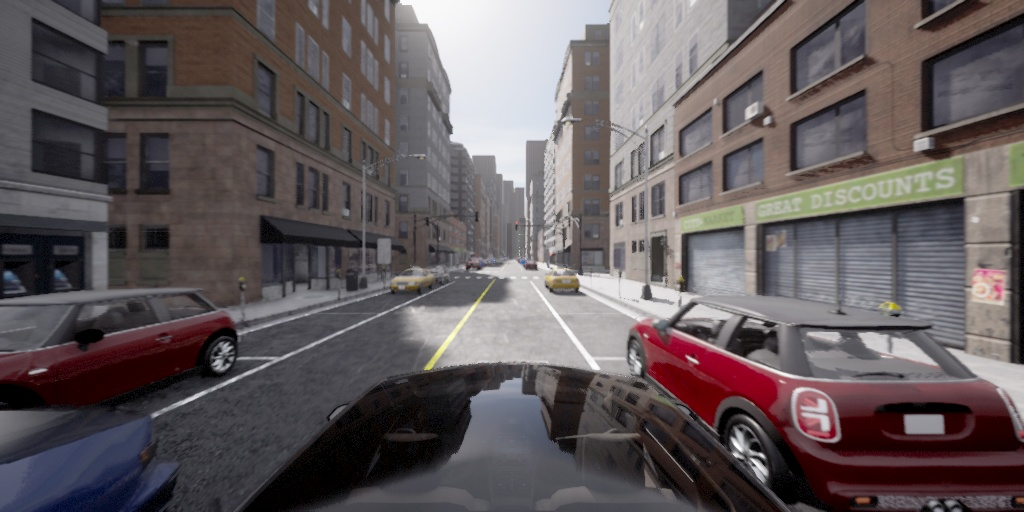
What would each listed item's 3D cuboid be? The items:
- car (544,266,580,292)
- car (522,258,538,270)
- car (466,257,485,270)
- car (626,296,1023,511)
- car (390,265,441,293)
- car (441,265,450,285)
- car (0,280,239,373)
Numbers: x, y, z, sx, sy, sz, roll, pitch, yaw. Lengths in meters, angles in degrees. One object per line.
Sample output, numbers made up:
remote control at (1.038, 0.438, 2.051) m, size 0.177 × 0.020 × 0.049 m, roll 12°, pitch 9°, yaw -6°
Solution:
car at (2.856, 1.297, 21.171) m, size 1.751 × 1.417 × 4.829 m, roll 0°, pitch 0°, yaw 0°
car at (2.853, 1.366, 53.300) m, size 1.888 × 1.381 × 4.507 m, roll 0°, pitch 0°, yaw 0°
car at (-5.673, 1.134, 53.300) m, size 2.192 × 1.841 × 5.009 m, roll 0°, pitch 0°, yaw 0°
car at (2.858, 1.193, 4.424) m, size 1.967 × 1.591 × 4.097 m, roll 0°, pitch 0°, yaw 0°
car at (-5.669, 1.296, 20.831) m, size 1.751 × 1.417 × 4.829 m, roll 0°, pitch 0°, yaw 0°
car at (-5.670, 1.329, 26.526) m, size 2.007 × 1.370 × 4.403 m, roll 0°, pitch 0°, yaw 0°
car at (-5.668, 1.192, 4.424) m, size 1.967 × 1.591 × 4.097 m, roll 0°, pitch 0°, yaw 0°
